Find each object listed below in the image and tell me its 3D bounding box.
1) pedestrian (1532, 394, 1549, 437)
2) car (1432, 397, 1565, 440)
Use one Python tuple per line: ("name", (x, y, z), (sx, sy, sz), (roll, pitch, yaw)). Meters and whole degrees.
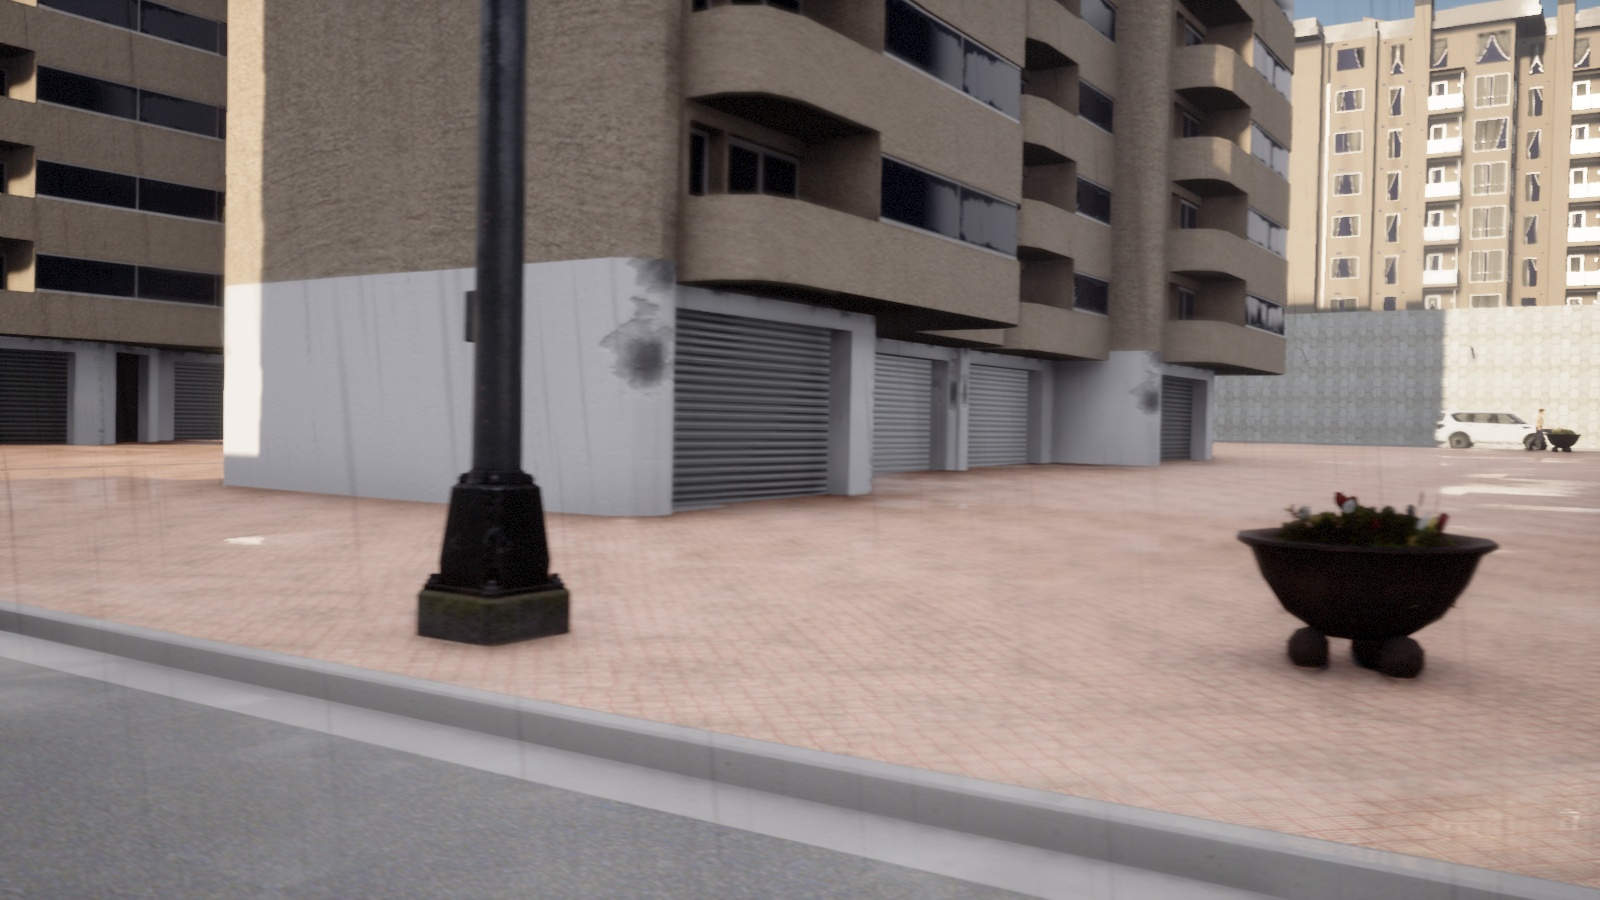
("pedestrian", (31.765, -1.462, 53.841), (0.594, 1.836, 0.345), (1, 1, 31))
("car", (34.978, -1.585, 62.949), (5.566, 2.045, 2.150), (1, 1, 35))
